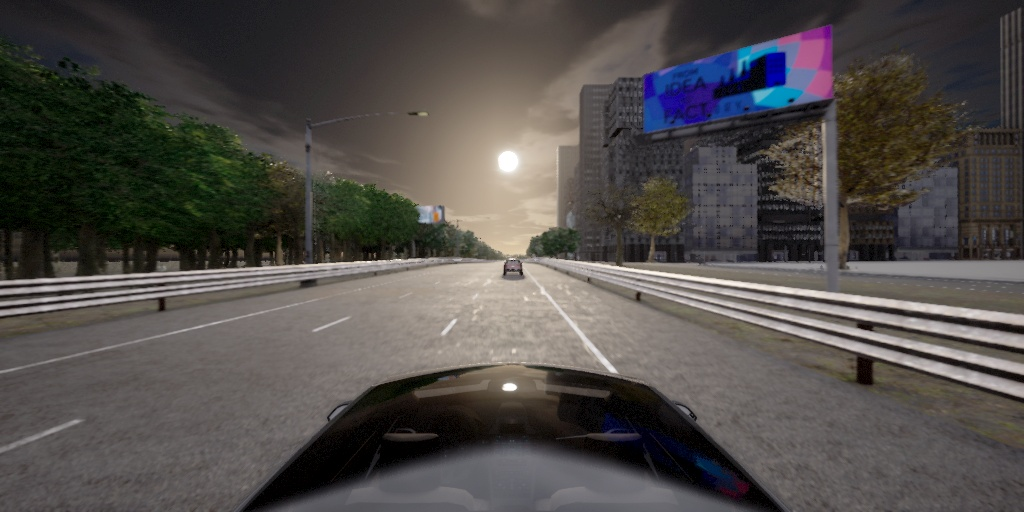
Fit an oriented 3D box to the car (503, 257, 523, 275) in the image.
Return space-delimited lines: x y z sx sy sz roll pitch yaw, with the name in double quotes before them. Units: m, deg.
"car" 0.093 1.009 36.368 2.033 1.649 4.856 0 0 0
